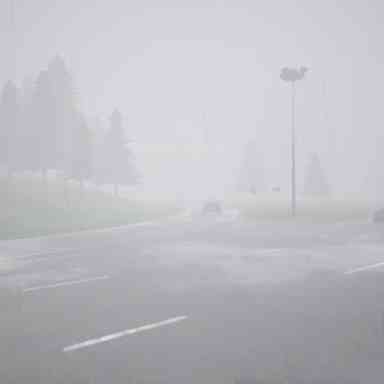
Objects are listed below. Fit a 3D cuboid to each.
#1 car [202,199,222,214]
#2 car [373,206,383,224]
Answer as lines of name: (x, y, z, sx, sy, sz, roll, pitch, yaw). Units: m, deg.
car: (2.058, 1.395, 33.678, 1.812, 1.442, 4.674, 0, 0, 7)
car: (14.025, 1.415, 22.350, 4.181, 1.385, 1.994, 0, 0, -36)
